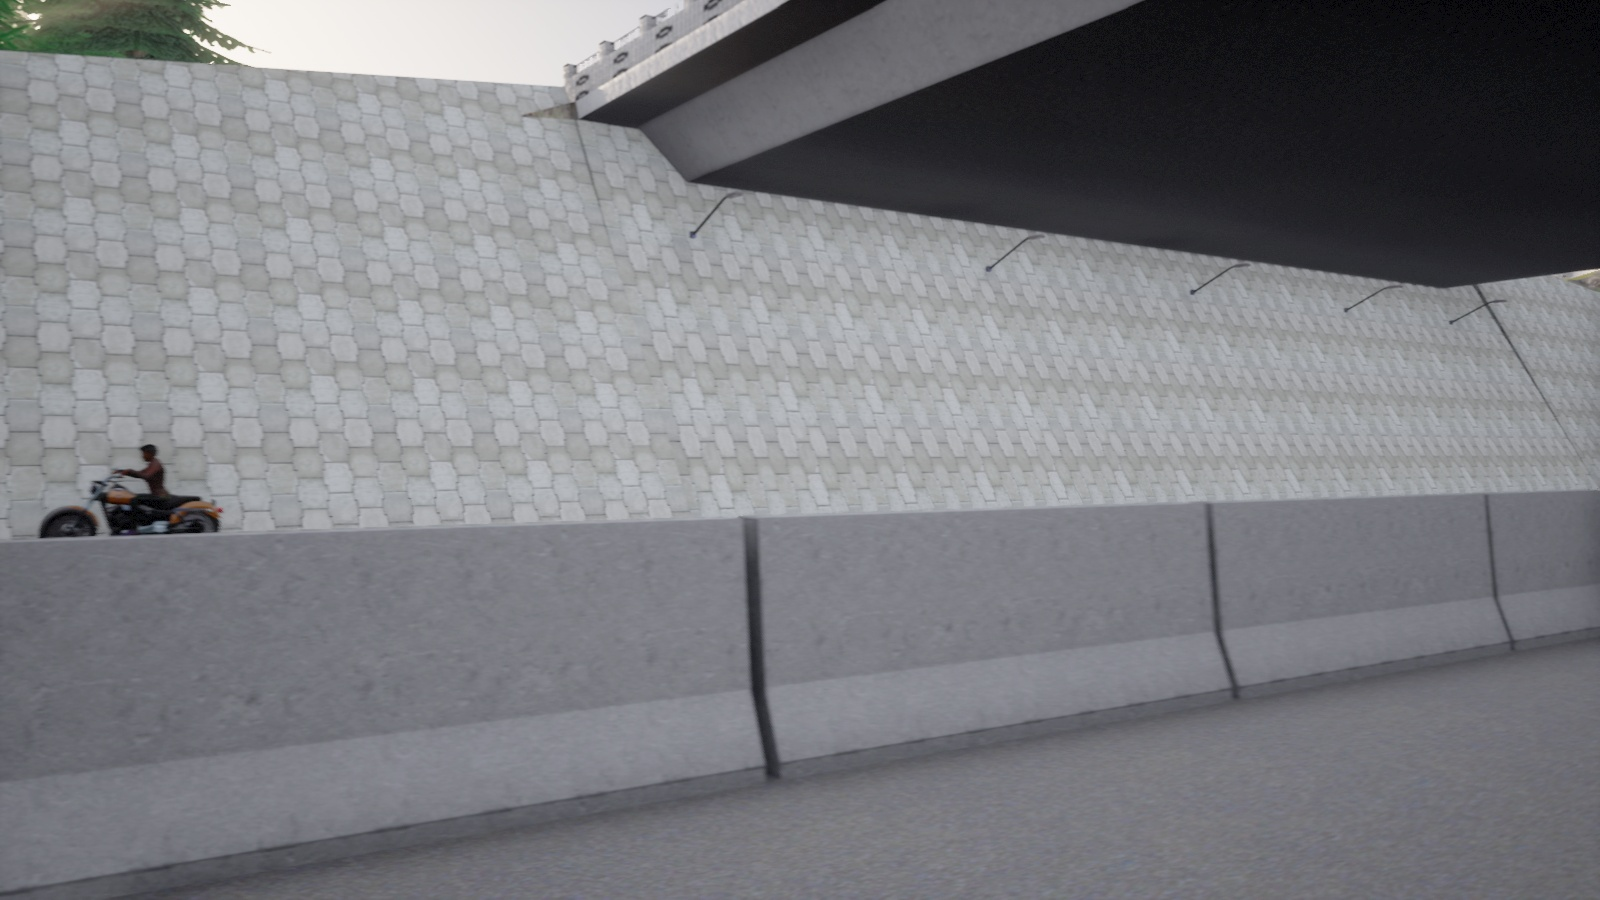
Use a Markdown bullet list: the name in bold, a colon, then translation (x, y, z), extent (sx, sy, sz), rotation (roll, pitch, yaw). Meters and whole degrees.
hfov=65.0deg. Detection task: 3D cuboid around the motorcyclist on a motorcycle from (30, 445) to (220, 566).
- **motorcyclist on a motorcycle**: translation (-9.749, 0.761, 18.195), extent (2.350, 1.649, 0.766), rotation (0, 0, -35)
